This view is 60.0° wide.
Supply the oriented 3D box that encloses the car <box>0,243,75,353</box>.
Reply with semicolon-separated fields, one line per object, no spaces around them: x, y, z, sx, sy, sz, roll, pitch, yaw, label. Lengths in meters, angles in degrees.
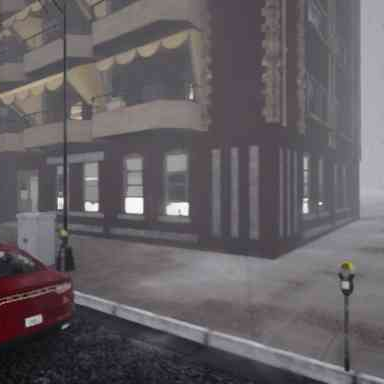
-3.874;1.542;5.638;4.507;1.381;1.887;0;0;35;car
